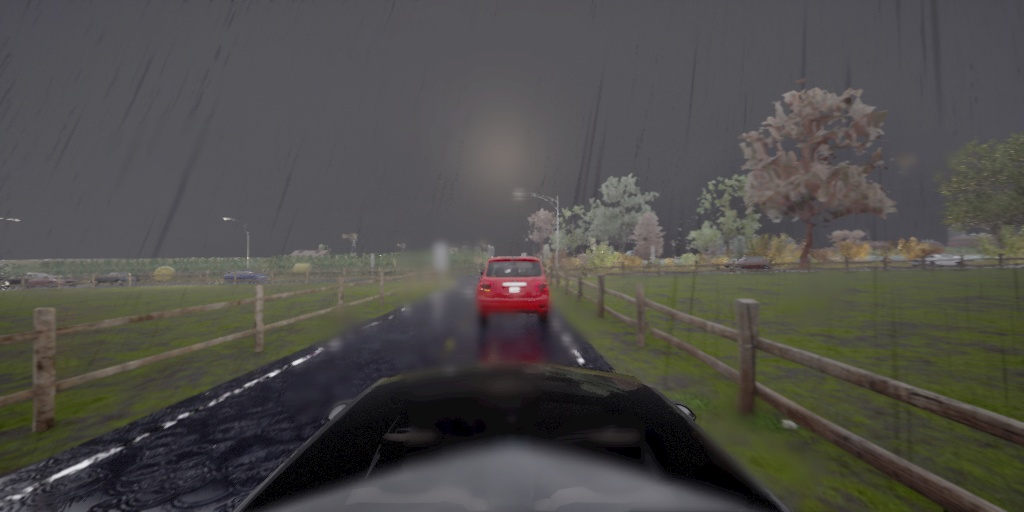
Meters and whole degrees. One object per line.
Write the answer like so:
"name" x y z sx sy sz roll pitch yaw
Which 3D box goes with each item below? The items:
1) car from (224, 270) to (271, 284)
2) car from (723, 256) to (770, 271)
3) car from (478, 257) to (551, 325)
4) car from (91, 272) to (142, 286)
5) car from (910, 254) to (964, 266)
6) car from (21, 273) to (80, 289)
"car" -28.914 2.269 39.299 4.674 1.442 1.812 -1 0 1
"car" 26.756 0.816 41.088 4.553 1.767 2.097 -1 0 1
"car" 0.058 1.059 12.472 2.150 2.045 5.566 0 -1 0
"car" -46.991 2.700 42.570 4.902 1.511 2.128 -1 0 1
"car" 48.024 0.520 40.564 4.674 1.442 1.812 -1 0 2
"car" -50.917 2.850 39.841 4.181 1.385 1.994 -2 0 1
